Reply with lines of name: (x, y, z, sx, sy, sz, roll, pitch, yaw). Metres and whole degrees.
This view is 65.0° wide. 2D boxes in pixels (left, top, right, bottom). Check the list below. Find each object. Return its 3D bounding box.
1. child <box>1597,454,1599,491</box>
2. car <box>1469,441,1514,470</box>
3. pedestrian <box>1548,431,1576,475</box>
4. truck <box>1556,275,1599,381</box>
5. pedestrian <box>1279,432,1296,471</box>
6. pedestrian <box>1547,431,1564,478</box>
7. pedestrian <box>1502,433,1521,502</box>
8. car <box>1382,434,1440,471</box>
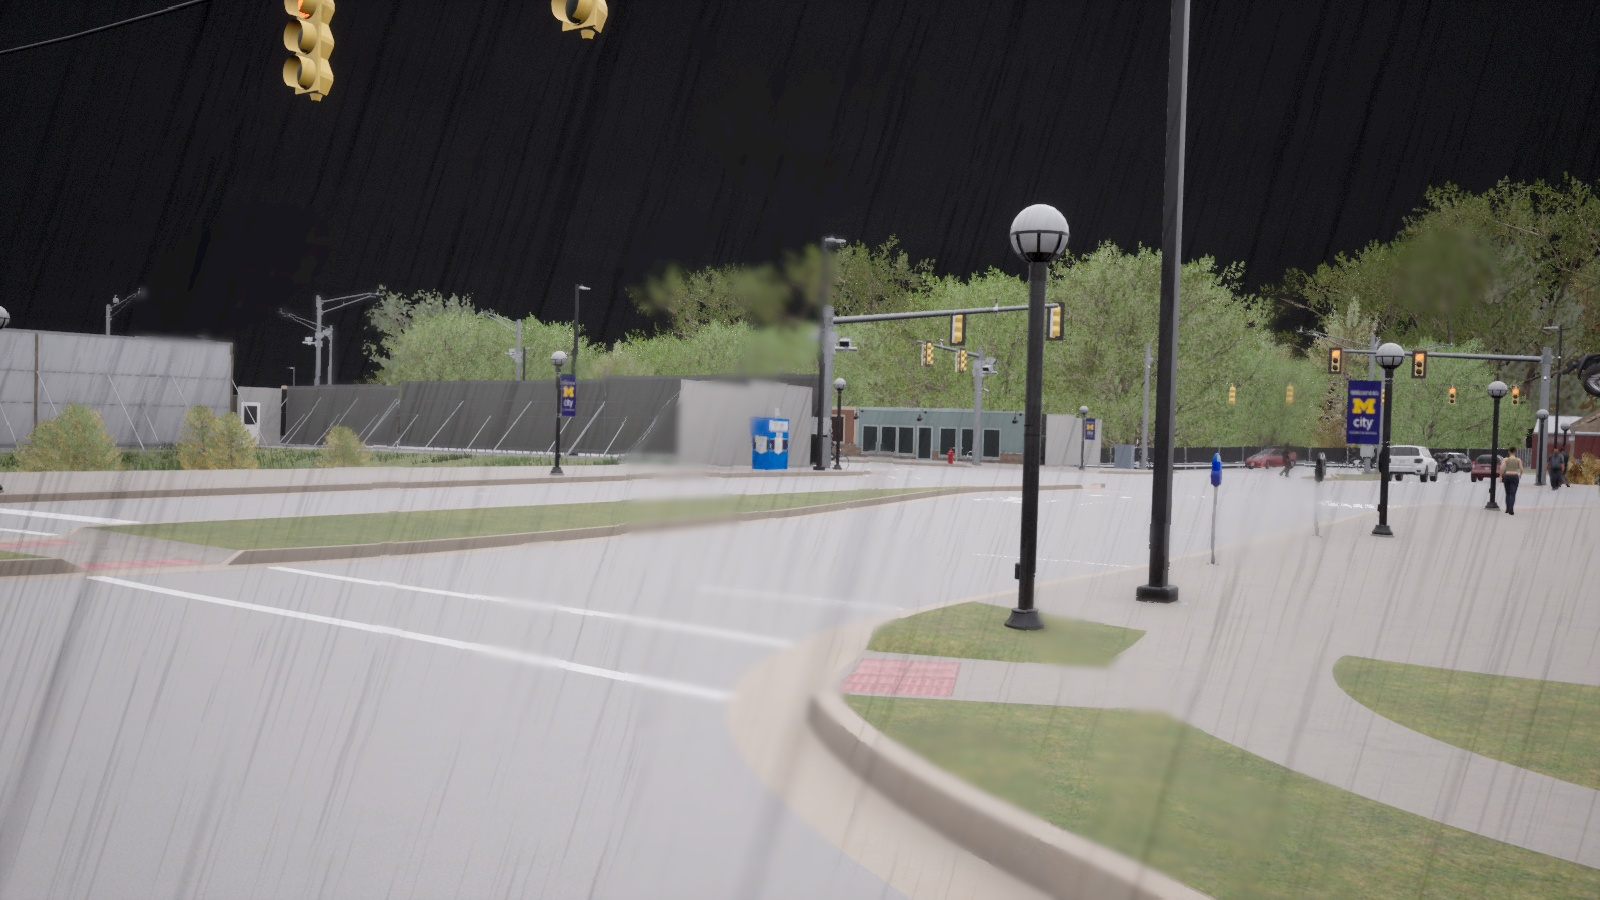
child: (25.684, 0.718, 40.109, 0.343, 1.192, 0.448, 2, 2, 28)
car: (40.739, 0.294, 73.916, 1.851, 1.617, 3.988, 0, 1, 36)
pedestrian: (33.225, 0.119, 54.749, 0.563, 1.883, 0.849, 0, 2, -13)
truck: (30.157, -4.364, 42.206, 7.936, 3.462, 2.891, -3, 2, 32)
pedestrian: (24.305, 0.070, 62.607, 0.692, 1.930, 0.395, 2, 2, 41)
pedestrian: (30.248, 0.172, 50.292, 0.540, 1.848, 0.694, 2, 2, 31)
pedestrian: (19.216, 0.458, 33.913, 0.345, 1.836, 0.594, 2, 2, 35)
car: (35.005, 0.159, 71.877, 2.150, 2.045, 5.566, 0, 0, 35)
